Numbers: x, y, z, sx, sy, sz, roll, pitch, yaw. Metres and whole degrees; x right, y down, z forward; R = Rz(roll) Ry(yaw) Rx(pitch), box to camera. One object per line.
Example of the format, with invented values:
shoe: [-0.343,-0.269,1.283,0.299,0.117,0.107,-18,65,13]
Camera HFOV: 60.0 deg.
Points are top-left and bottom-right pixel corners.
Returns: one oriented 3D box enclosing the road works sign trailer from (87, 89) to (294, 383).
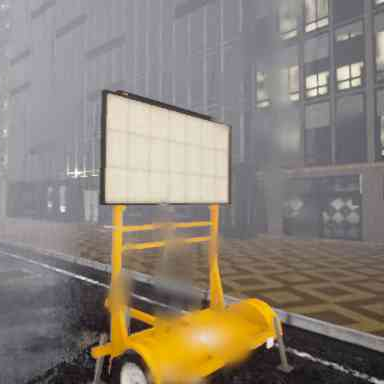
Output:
road works sign trailer: [-0.388,0.583,4.738,2.880,3.560,2.380,-1,-2,43]
